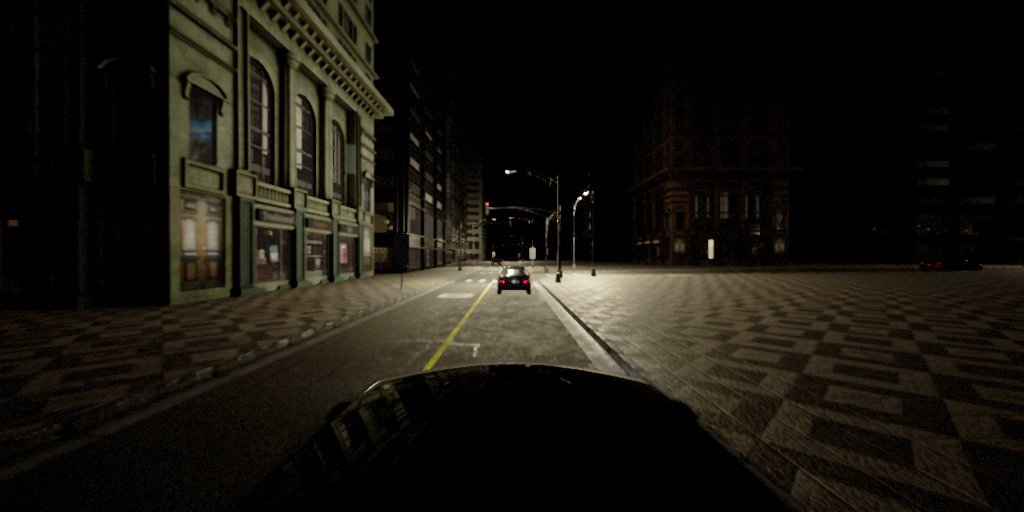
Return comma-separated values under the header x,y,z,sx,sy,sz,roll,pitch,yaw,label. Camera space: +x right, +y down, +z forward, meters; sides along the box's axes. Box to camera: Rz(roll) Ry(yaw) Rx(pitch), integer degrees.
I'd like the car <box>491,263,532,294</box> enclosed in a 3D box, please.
x,y,z,sx,sy,sz,roll,pitch,yaw,label
0.105,1.278,19.955,2.033,1.411,5.357,0,0,0,car

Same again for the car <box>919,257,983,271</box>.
x,y,z,sx,sy,sz,roll,pitch,yaw,label
41.029,0.803,33.539,4.181,1.385,1.994,0,0,1,car
